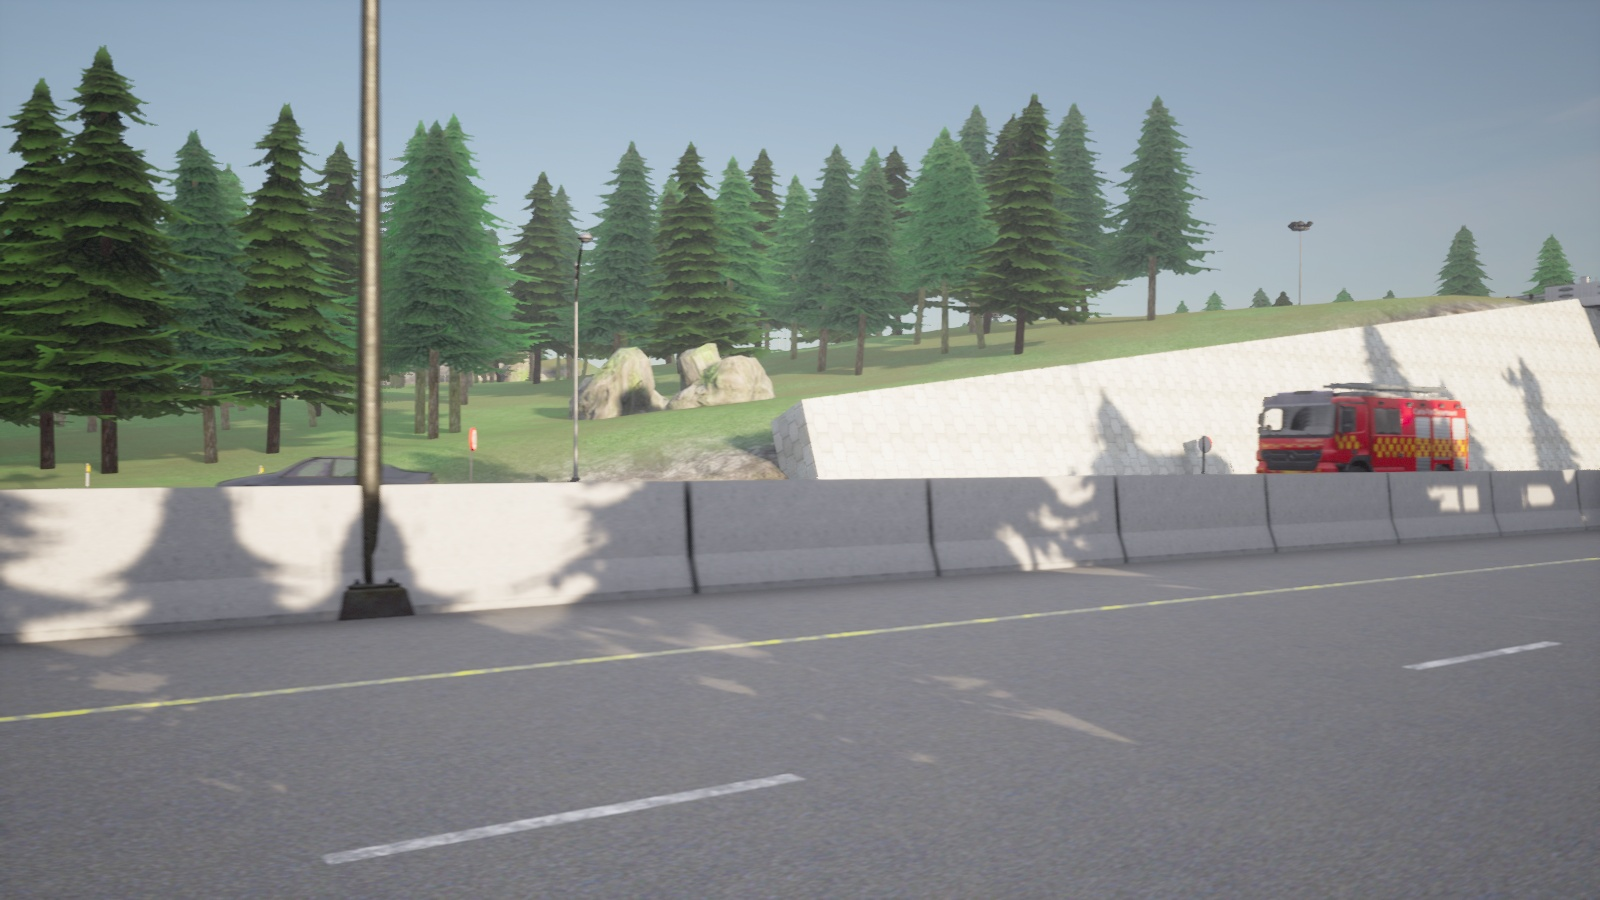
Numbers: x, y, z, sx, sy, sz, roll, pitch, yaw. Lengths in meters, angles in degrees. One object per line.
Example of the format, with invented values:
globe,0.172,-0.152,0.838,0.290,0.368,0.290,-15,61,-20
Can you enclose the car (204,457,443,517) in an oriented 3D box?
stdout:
car,-11.889,0.895,31.676,5.357,1.411,2.033,0,0,-10

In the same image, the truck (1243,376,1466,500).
truck,18.822,-0.356,42.350,8.468,3.827,2.891,0,0,-35
